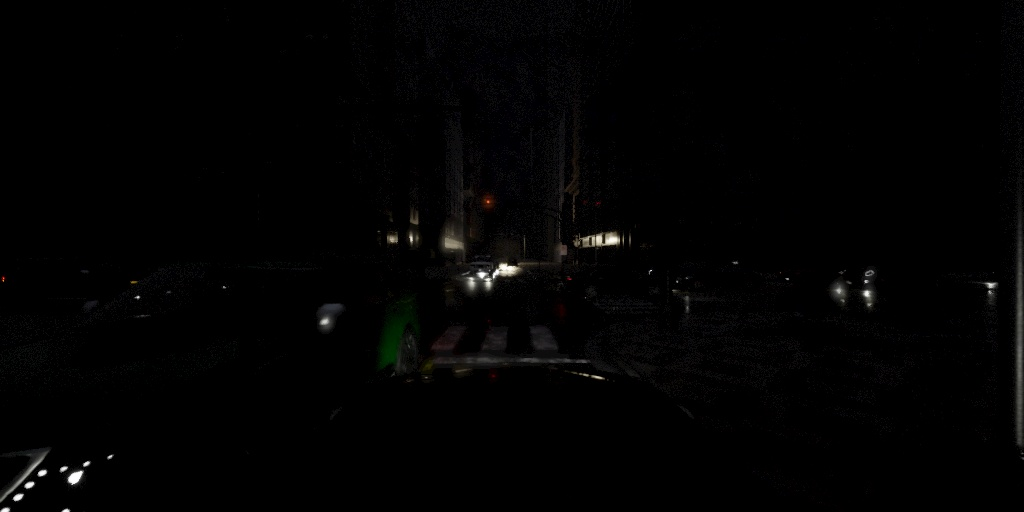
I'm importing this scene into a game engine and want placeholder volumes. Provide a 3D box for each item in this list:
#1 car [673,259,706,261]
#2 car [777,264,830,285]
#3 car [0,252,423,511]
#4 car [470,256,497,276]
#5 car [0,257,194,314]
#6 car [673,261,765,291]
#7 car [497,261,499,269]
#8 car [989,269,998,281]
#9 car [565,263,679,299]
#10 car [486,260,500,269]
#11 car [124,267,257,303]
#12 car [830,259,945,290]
[{"bbox_3d":[10.889,1.011,23.904,4.553,1.767,2.097,0,0,1],"label":"car"},{"bbox_3d":[20.528,1.200,23.834,4.718,1.301,1.895,0,0,0],"label":"car"},{"bbox_3d":[-2.676,0.970,4.030,2.150,2.045,5.566,0,0,2],"label":"car"},{"bbox_3d":[-3.071,0.975,37.304,2.150,2.045,5.566,0,0,0],"label":"car"},{"bbox_3d":[-16.155,1.060,13.998,5.566,2.045,2.150,0,0,0],"label":"car"},{"bbox_3d":[11.855,1.187,20.607,4.674,1.442,1.812,0,0,2],"label":"car"},{"bbox_3d":[-3.052,1.357,47.371,1.895,1.301,4.718,0,0,0],"label":"car"},{"bbox_3d":[34.910,1.006,23.773,4.892,1.490,1.837,-2,0,0],"label":"car"},{"bbox_3d":[5.015,1.221,17.184,4.892,1.490,1.837,-1,0,0],"label":"car"},{"bbox_3d":[-3.027,1.362,57.524,1.895,1.301,4.718,0,0,0],"label":"car"},{"bbox_3d":[-15.323,1.330,17.267,4.892,1.490,1.837,1,0,3],"label":"car"},{"bbox_3d":[21.640,0.952,20.579,4.553,1.767,2.097,0,0,0],"label":"car"}]
